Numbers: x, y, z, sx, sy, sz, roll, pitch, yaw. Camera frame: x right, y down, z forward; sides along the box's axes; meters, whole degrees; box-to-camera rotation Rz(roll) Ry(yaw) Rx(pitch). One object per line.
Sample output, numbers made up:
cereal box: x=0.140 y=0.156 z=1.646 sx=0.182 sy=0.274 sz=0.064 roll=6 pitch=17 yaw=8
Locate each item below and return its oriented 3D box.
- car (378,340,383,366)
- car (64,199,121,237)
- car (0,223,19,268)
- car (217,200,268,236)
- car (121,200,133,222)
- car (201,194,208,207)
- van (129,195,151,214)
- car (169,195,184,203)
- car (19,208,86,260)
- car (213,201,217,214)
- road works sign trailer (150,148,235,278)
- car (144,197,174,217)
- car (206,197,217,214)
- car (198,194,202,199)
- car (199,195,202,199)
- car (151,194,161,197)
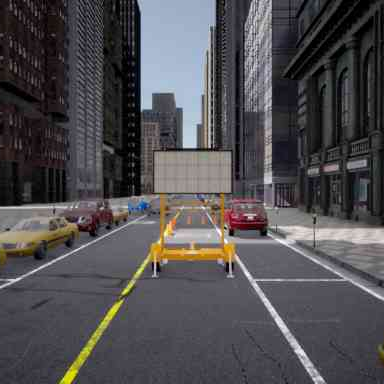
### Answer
car: x=2.763 y=1.525 z=1.497 sx=1.752 sy=1.417 sz=4.829 roll=0 pitch=0 yaw=0
car: x=-5.724 y=1.316 z=18.261 sx=2.192 sy=1.841 sz=5.009 roll=0 pitch=0 yaw=0
car: x=-5.750 y=1.525 z=6.809 sx=1.752 sy=1.417 sz=4.829 roll=0 pitch=0 yaw=0
car: x=2.801 y=1.316 z=18.249 sx=2.192 sy=1.841 sz=5.009 roll=0 pitch=0 yaw=0
car: x=-5.711 y=1.528 z=23.731 sx=1.752 sy=1.417 sz=4.829 roll=0 pitch=0 yaw=0
car: x=2.878 y=1.461 z=52.091 sx=1.967 sy=1.590 sz=4.097 roll=0 pitch=0 yaw=0
van: x=-5.686 y=1.349 z=35.183 sx=1.690 sy=1.788 sz=3.998 roll=0 pitch=0 yaw=0
car: x=-2.863 y=1.629 z=59.775 sx=1.895 sy=1.301 sz=4.718 roll=0 pitch=0 yaw=0
car: x=-5.737 y=1.525 z=12.450 sx=1.752 sy=1.417 sz=4.829 roll=0 pitch=0 yaw=0
car: x=2.814 y=1.554 z=23.889 sx=2.008 sy=1.369 sz=4.403 roll=0 pitch=0 yaw=0
road works sign trailer: x=0.023 y=0.464 z=10.163 sx=2.380 sy=3.560 sz=2.880 roll=0 pitch=0 yaw=0
car: x=-3.029 y=1.511 z=31.093 sx=1.837 sy=1.490 sz=4.892 roll=0 pitch=0 yaw=0
car: x=2.840 y=1.559 z=35.170 sx=2.008 sy=1.369 sz=4.403 roll=0 pitch=0 yaw=0
car: x=2.942 y=1.591 z=80.294 sx=1.887 sy=1.381 sz=4.507 roll=0 pitch=0 yaw=0
car: x=2.904 y=1.597 z=63.372 sx=1.947 sy=1.339 sz=4.313 roll=0 pitch=0 yaw=0
car: x=-5.661 y=1.331 z=46.464 sx=2.192 sy=1.841 sz=5.009 roll=0 pitch=0 yaw=0
